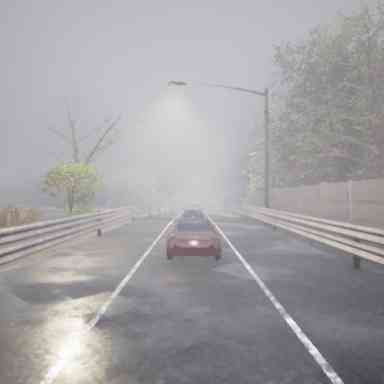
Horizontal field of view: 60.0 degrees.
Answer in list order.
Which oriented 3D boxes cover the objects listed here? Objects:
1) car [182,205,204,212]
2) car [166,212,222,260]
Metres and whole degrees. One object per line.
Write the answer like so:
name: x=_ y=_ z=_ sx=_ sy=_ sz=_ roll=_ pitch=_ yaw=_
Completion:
car: x=0.089 y=1.824 z=28.609 sx=1.812 sy=1.442 sz=4.674 roll=0 pitch=-1 yaw=1
car: x=0.071 y=1.683 z=13.056 sx=1.994 sy=1.385 sz=4.181 roll=0 pitch=0 yaw=0
